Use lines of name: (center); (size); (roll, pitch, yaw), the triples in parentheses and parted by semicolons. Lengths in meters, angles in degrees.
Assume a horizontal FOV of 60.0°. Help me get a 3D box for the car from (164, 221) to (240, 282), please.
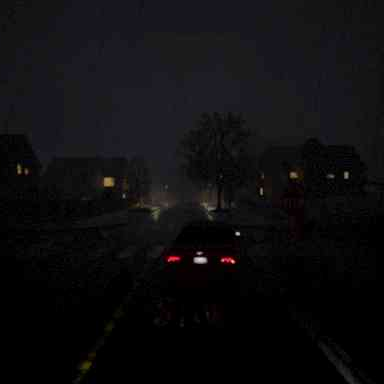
car: (0.446, 1.562, 9.868); (2.033, 1.411, 5.357); (0, 0, 6)

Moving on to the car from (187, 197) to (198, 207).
car: (0.135, 1.660, 56.550); (2.128, 1.511, 4.902); (0, -1, 0)

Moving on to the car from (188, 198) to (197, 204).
car: (0.070, 1.854, 70.228); (1.895, 1.301, 4.718); (0, 0, 0)
